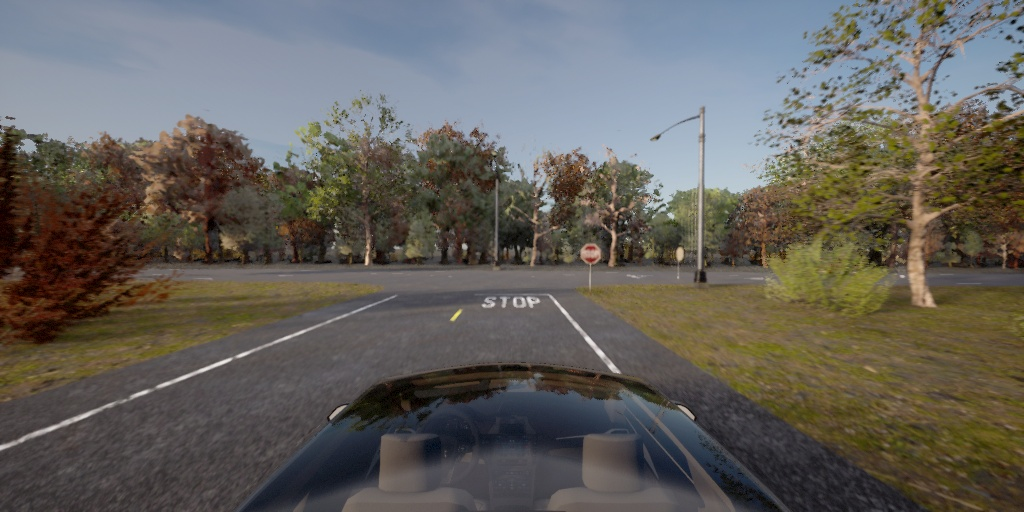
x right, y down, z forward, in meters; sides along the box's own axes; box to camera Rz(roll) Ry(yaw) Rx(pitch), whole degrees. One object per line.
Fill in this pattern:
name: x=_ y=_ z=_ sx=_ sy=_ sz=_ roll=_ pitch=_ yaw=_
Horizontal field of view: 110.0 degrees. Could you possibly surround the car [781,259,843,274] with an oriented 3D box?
car: x=27.720 y=1.023 z=33.176 sx=5.008 sy=1.535 sz=1.882 roll=-1 pitch=1 yaw=0
